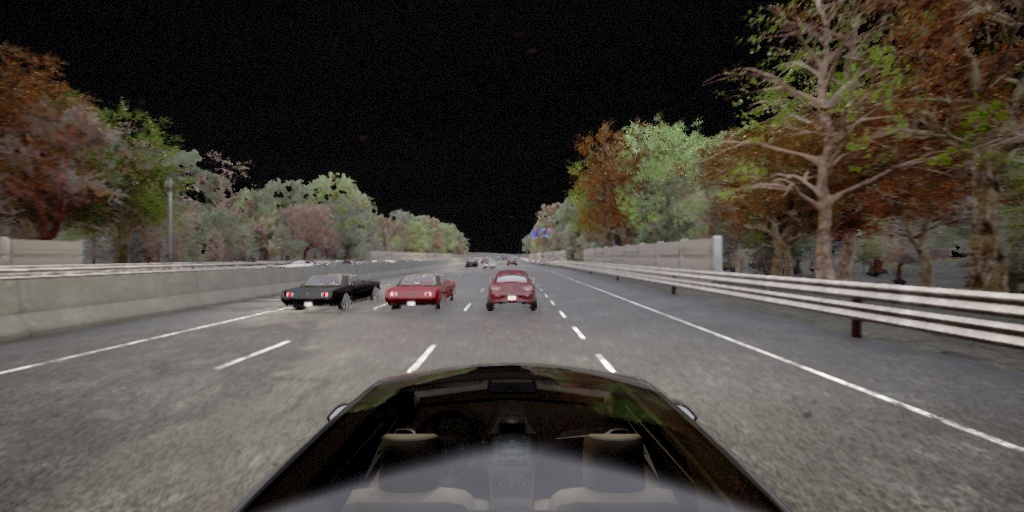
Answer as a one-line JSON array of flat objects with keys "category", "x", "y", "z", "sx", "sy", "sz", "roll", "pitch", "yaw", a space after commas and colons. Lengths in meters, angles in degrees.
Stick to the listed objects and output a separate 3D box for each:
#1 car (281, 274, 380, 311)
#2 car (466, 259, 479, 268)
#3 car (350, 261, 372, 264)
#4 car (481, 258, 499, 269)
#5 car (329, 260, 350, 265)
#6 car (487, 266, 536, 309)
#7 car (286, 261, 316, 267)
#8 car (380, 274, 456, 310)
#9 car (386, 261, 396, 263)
[{"category": "car", "x": -7.003, "y": 1.369, "z": 14.557, "sx": 1.895, "sy": 1.301, "sz": 4.718, "roll": 0, "pitch": 0, "yaw": 0}, {"category": "car", "x": -7.024, "y": 1.317, "z": 63.807, "sx": 1.882, "sy": 1.535, "sz": 5.008, "roll": 0, "pitch": 0, "yaw": 0}, {"category": "car", "x": -21.058, "y": 1.384, "z": 51.667, "sx": 1.994, "sy": 1.385, "sz": 4.181, "roll": 0, "pitch": 0, "yaw": 1}, {"category": "car", "x": -3.522, "y": 1.431, "z": 57.860, "sx": 1.895, "sy": 1.301, "sz": 4.718, "roll": 0, "pitch": 0, "yaw": 0}, {"category": "car", "x": -24.554, "y": 1.327, "z": 51.490, "sx": 1.837, "sy": 1.490, "sz": 4.892, "roll": 0, "pitch": 0, "yaw": 1}, {"category": "car", "x": -0.003, "y": 1.295, "z": 14.815, "sx": 1.812, "sy": 1.442, "sz": 4.674, "roll": 0, "pitch": 0, "yaw": 0}, {"category": "car", "x": -28.053, "y": 1.340, "z": 47.804, "sx": 1.812, "sy": 1.442, "sz": 4.674, "roll": 0, "pitch": 0, "yaw": 1}, {"category": "car", "x": -3.506, "y": 1.369, "z": 14.718, "sx": 1.895, "sy": 1.301, "sz": 4.718, "roll": 0, "pitch": 0, "yaw": 0}, {"category": "car", "x": -17.559, "y": 1.421, "z": 51.491, "sx": 1.895, "sy": 1.301, "sz": 4.718, "roll": 0, "pitch": 0, "yaw": 1}]
